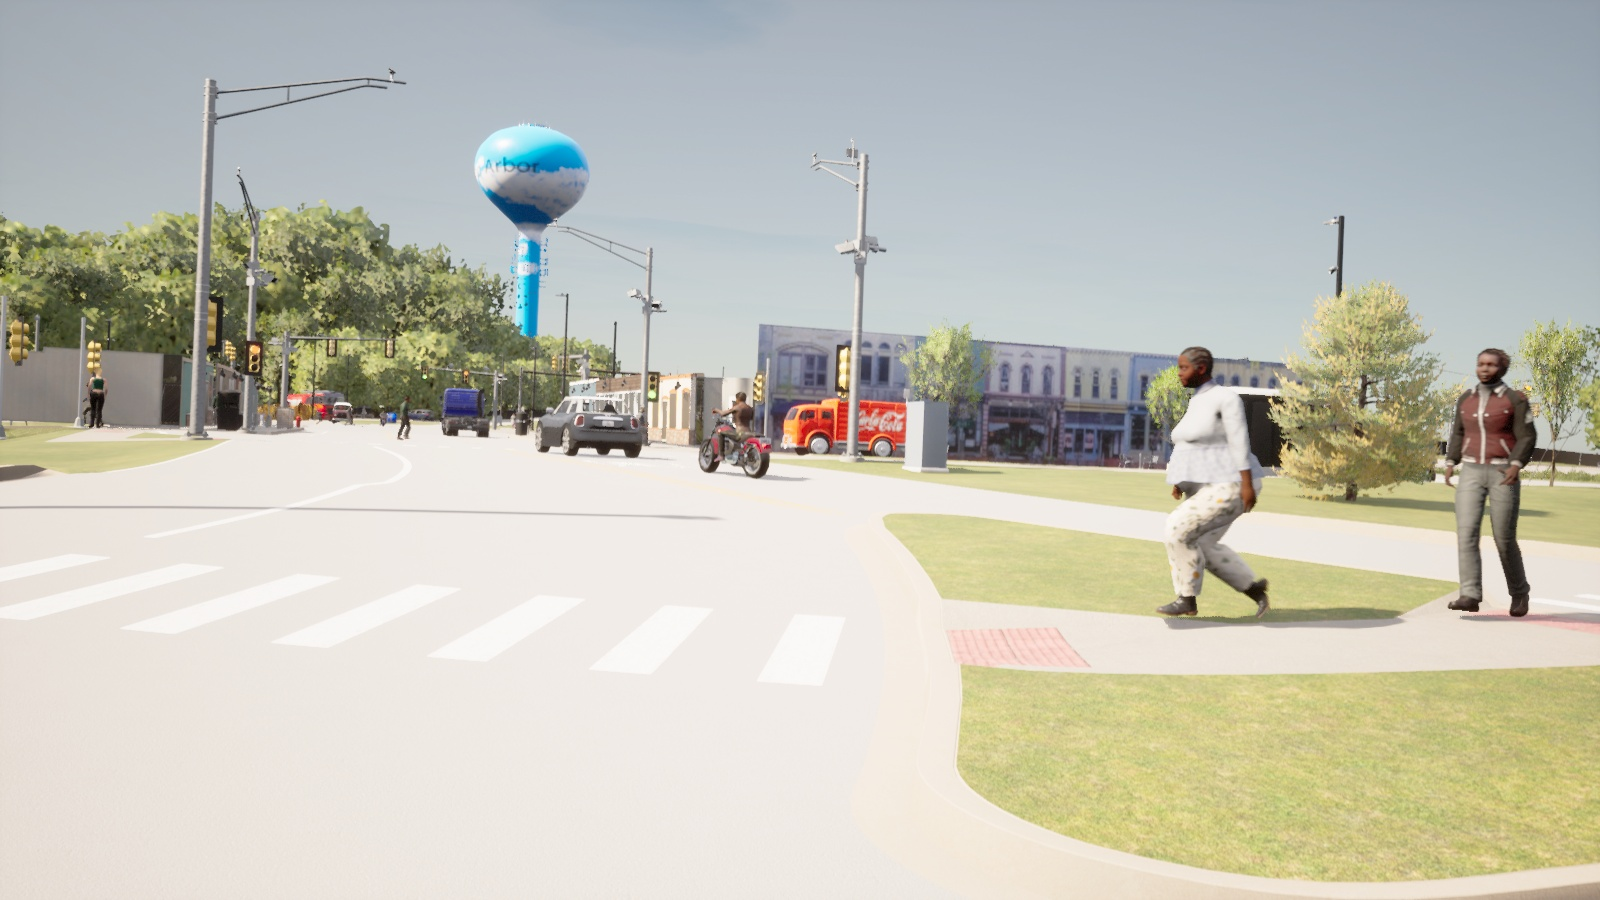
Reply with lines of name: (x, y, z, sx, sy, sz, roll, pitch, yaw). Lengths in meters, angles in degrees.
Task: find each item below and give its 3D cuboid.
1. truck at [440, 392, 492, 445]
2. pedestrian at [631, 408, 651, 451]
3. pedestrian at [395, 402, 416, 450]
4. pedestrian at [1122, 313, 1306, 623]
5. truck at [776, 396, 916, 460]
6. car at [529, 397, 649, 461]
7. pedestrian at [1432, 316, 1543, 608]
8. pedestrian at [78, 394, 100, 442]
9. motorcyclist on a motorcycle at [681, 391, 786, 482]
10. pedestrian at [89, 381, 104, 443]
truck: (-23.440, -2.171, 87.849, 2.891, 3.462, 7.936, 1, 1, -19)
pedestrian: (-6.992, -0.901, 55.253, 0.694, 1.848, 0.540, 1, 0, -25)
pedestrian: (-16.207, -0.972, 51.581, 0.788, 1.949, 0.423, 1, 0, -22)
pedestrian: (2.609, 0.105, 8.013, 0.900, 1.855, 0.874, 1, 0, 4)
truck: (1.898, -0.896, 52.328, 5.204, 2.467, 2.627, 1, 0, -17)
car: (-5.410, -0.530, 31.789, 1.970, 1.475, 3.806, 1, 1, -26)
pedestrian: (4.736, 0.082, 8.641, 0.666, 1.930, 0.402, 1, 0, -37)
pedestrian: (-27.460, -1.219, 48.509, 0.726, 1.835, 0.370, 1, 0, -28)
motorcyclist on a motorcycle: (-1.287, -0.280, 23.783, 0.766, 1.649, 2.350, 1, 2, -36)
pedestrian: (-21.158, -1.133, 37.754, 0.345, 1.836, 0.594, 1, 0, -28)
